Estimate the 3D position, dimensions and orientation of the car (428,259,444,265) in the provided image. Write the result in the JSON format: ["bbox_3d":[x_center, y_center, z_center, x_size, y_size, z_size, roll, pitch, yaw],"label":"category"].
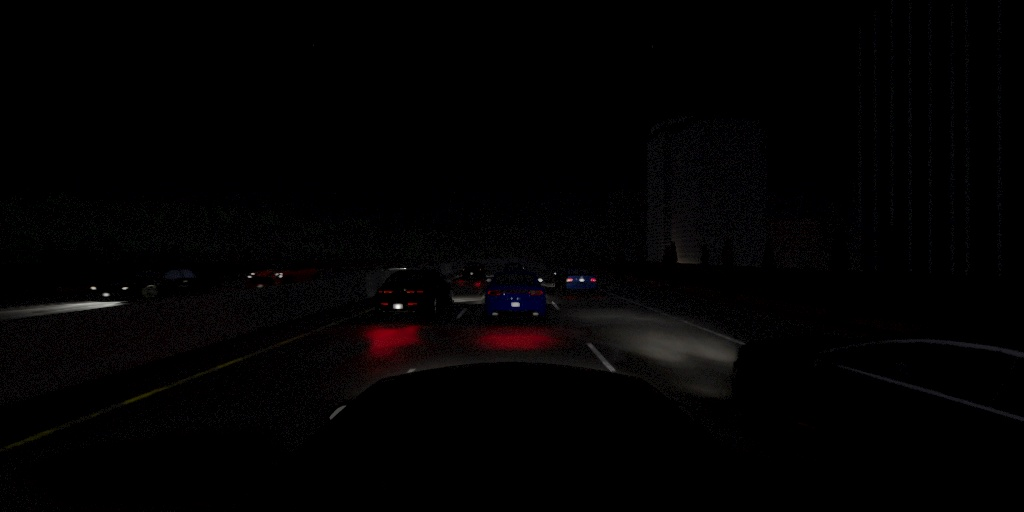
[{"bbox_3d":[-10.534,1.403,49.619,1.895,1.301,4.718,0,0,1],"label":"car"}]

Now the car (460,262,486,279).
[{"bbox_3d":[-3.414,1.296,32.596,1.812,1.442,4.674,0,0,0],"label":"car"}]

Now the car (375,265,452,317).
[{"bbox_3d":[-3.400,1.254,13.117,1.837,1.490,4.892,0,0,0],"label":"car"}]

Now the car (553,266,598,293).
[{"bbox_3d":[3.600,1.302,21.008,2.033,1.411,5.357,0,0,0],"label":"car"}]

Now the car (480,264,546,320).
[{"bbox_3d":[0.100,1.227,12.660,1.882,1.535,5.008,0,0,0],"label":"car"}]

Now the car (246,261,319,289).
[{"bbox_3d":[-14.092,1.108,22.328,2.097,1.767,4.553,0,0,0],"label":"car"}]

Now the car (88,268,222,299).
[{"bbox_3d":[-17.595,1.298,18.196,2.033,1.411,5.357,0,0,0],"label":"car"}]

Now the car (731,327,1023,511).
[{"bbox_3d":[3.601,1.241,2.437,2.128,1.511,4.902,0,0,0],"label":"car"}]
